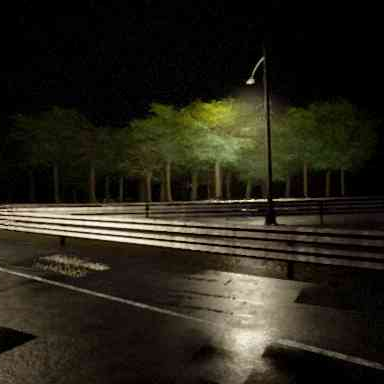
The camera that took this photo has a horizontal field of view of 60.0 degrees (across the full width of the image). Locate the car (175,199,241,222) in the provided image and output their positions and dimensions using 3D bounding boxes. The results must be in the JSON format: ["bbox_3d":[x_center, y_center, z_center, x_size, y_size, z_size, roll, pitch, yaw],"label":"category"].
[{"bbox_3d":[1.148,1.305,24.756,4.902,1.511,2.128,-2,-1,4],"label":"car"}]
